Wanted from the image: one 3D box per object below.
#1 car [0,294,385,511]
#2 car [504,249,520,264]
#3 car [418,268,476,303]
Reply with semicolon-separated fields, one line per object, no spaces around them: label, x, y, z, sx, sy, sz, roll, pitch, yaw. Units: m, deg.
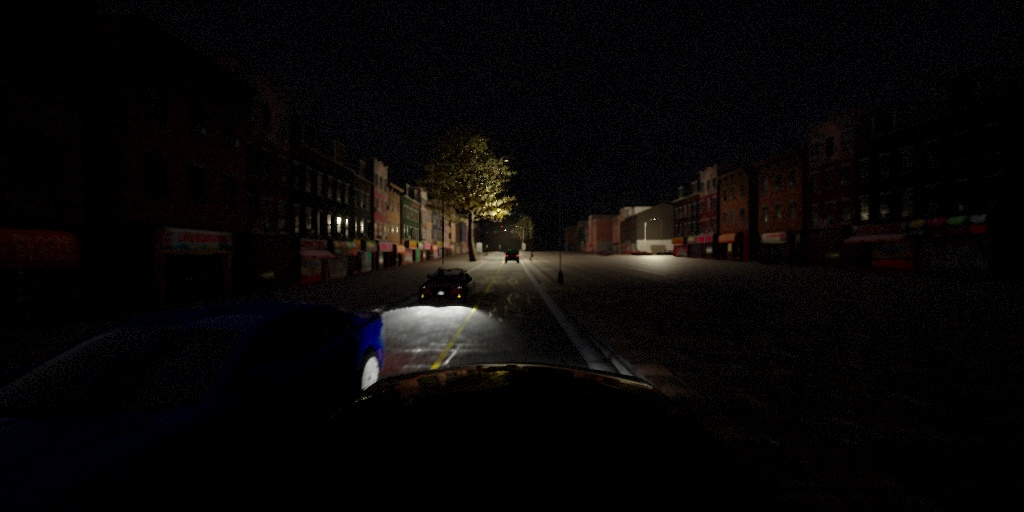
car;-2.838;1.225;3.398;1.882;1.535;5.008;0;0;0
car;-0.004;0.076;53.803;2.150;2.045;5.566;0;2;0
car;-2.758;1.234;15.912;1.994;1.385;4.181;0;1;0
